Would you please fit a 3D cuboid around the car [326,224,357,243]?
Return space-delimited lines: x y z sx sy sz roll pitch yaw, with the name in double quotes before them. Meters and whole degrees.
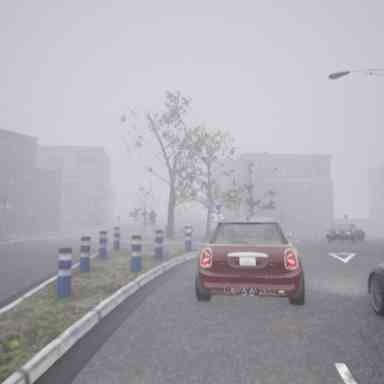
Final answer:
"car" 11.578 3.075 24.961 2.033 1.411 5.357 -4 -8 37

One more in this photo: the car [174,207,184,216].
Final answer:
"car" -3.878 5.656 93.657 2.150 2.045 5.566 0 0 3

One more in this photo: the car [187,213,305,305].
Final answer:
"car" 1.444 1.354 8.247 2.097 1.767 4.553 -1 -2 11

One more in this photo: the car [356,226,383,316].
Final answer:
"car" 3.939 1.462 4.231 1.812 1.442 4.674 -1 1 7

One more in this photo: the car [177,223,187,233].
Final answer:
"car" -1.058 5.732 53.426 1.837 1.490 4.892 1 -2 -15
